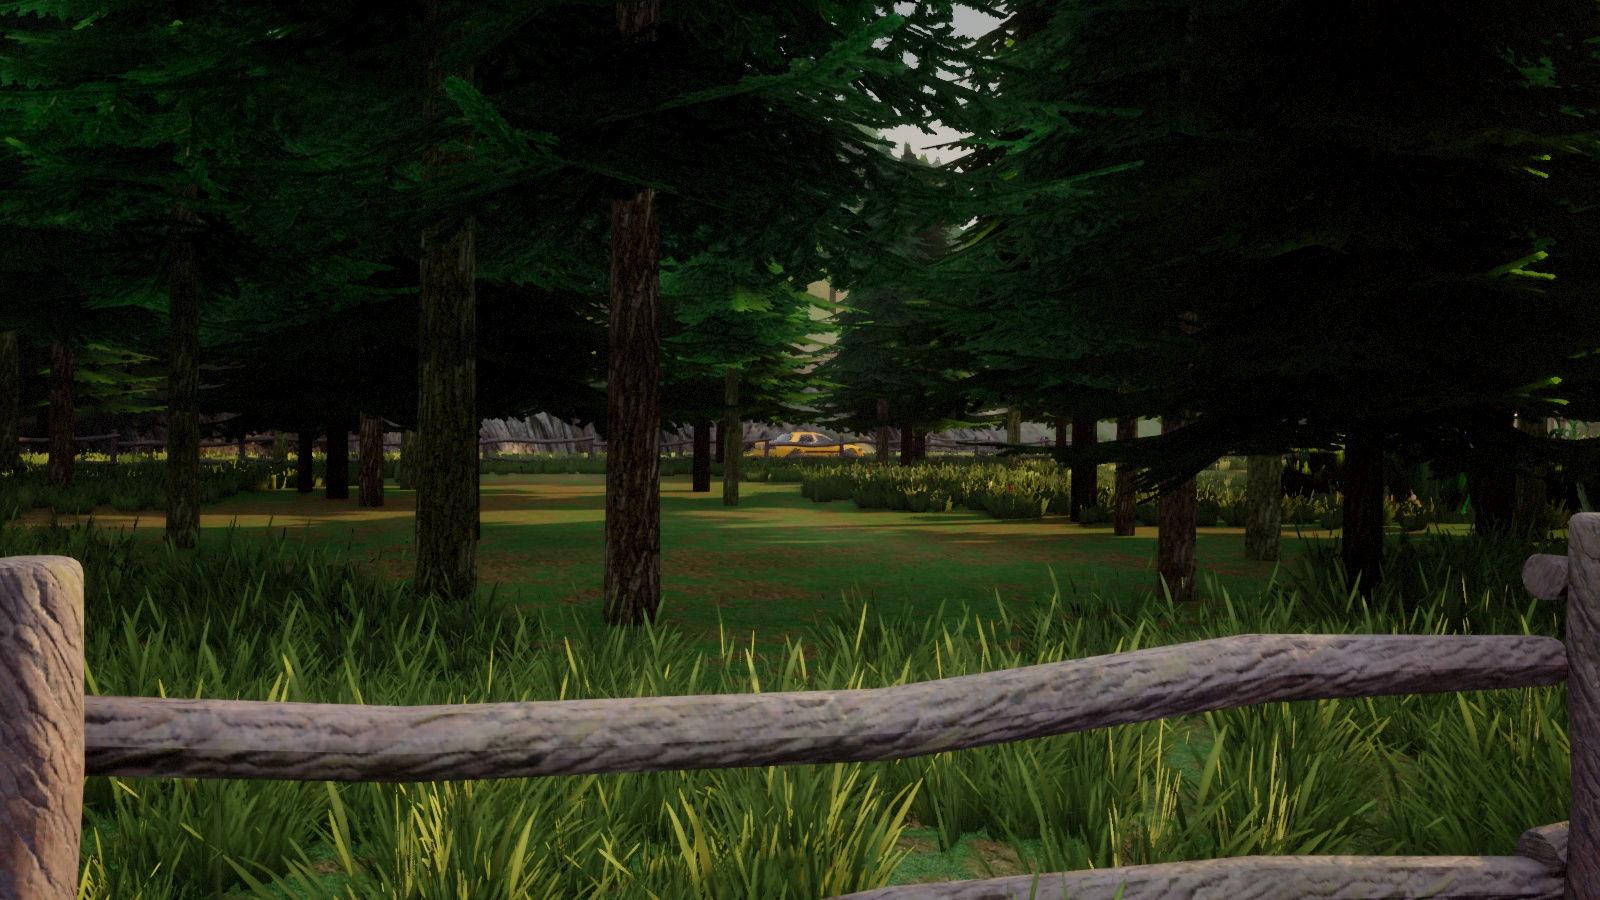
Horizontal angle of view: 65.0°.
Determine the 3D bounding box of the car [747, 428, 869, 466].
[{"bbox_3d":[0.388,-0.164,56.777,5.366,1.575,1.801,-1,1,-32],"label":"car"}]
